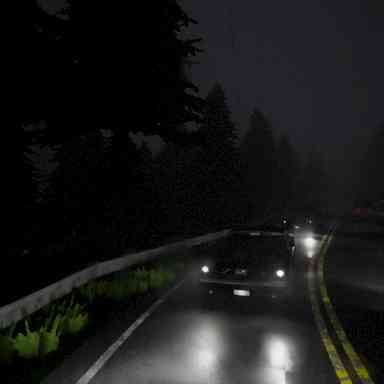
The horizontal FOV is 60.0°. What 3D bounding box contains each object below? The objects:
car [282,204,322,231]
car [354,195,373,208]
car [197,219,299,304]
[{"bbox_3d":[6.743,1.461,20.072,2.033,1.411,5.357,-2,0,26],"label":"car"},{"bbox_3d":[20.750,1.059,40.199,2.128,1.511,4.902,-2,0,28],"label":"car"},{"bbox_3d":[1.622,1.599,8.433,1.895,1.301,4.718,-1,0,18],"label":"car"}]
